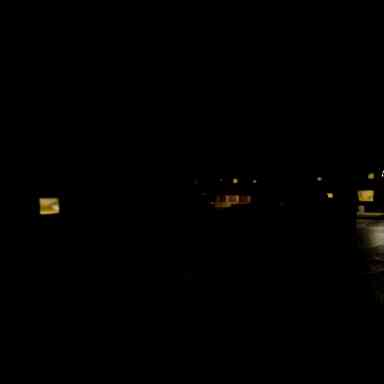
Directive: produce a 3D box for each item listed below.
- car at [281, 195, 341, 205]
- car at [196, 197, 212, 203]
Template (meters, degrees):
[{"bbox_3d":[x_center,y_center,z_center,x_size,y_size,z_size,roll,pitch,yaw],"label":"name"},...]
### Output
[{"bbox_3d":[9.489,1.261,25.831,2.150,2.045,5.566,-2,1,-34],"label":"car"},{"bbox_3d":[0.722,1.383,39.077,2.097,1.767,4.553,-2,1,-33],"label":"car"}]
